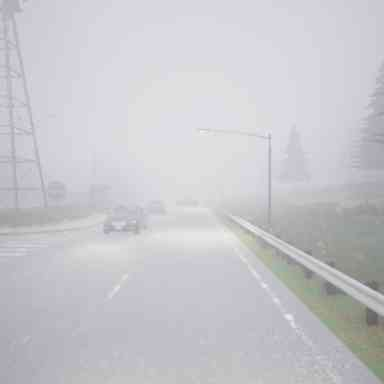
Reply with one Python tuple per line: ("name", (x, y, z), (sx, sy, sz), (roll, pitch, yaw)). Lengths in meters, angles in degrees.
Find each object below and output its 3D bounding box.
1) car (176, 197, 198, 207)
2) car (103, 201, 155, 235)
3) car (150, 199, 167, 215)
("car", (-0.810, 1.486, 52.605), (2.128, 1.511, 4.902), (0, 0, -29))
("car", (-3.611, 1.489, 18.758), (2.128, 1.511, 4.902), (0, 0, 0))
("car", (-3.591, 1.502, 33.423), (1.837, 1.490, 4.892), (0, 0, 0))
